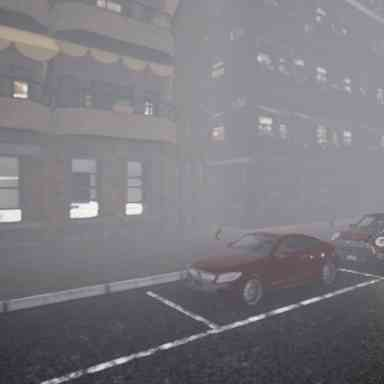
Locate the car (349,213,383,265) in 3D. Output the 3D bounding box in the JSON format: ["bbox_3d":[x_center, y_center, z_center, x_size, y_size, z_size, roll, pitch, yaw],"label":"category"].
[{"bbox_3d":[6.387,1.436,11.096,4.097,1.590,1.967,0,-1,-36],"label":"car"}]

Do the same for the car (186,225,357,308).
[{"bbox_3d":[1.829,1.580,7.839,4.206,1.307,1.802,0,-1,-36],"label":"car"}]
